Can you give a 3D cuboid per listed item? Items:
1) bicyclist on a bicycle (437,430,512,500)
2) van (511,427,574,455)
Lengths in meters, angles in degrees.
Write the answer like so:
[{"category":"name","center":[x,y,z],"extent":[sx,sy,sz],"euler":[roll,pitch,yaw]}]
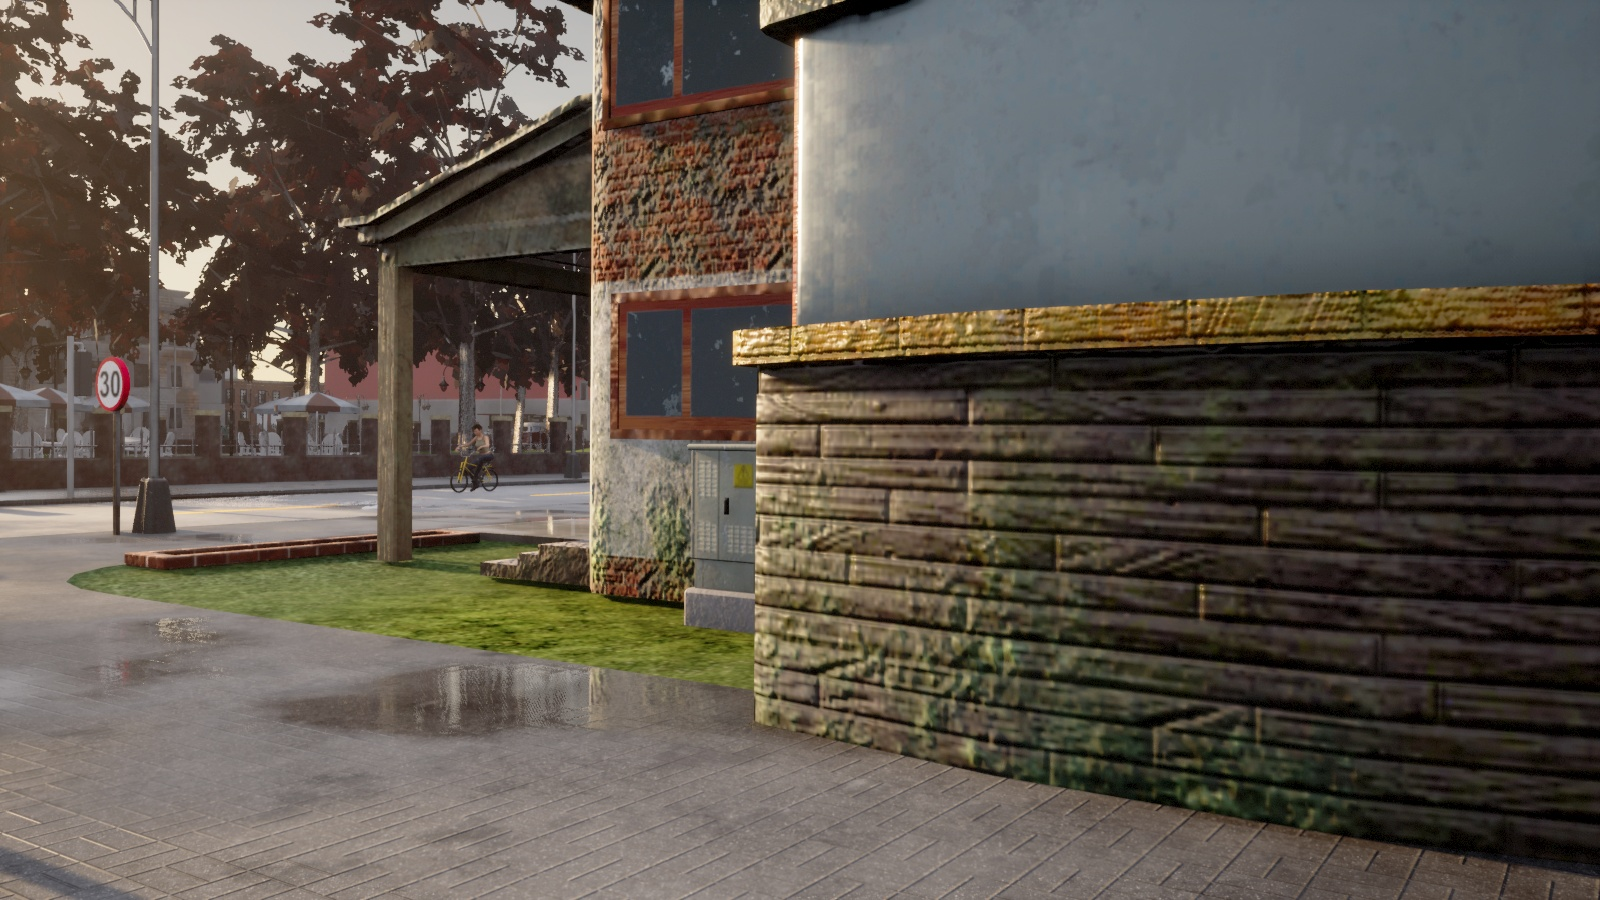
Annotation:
[{"category":"bicyclist on a bicycle","center":[-7.672,0.332,29.653],"extent":[0.866,1.612,1.509],"euler":[0,1,32]},{"category":"van","center":[-19.292,-0.660,94.147],"extent":[2.069,2.038,4.480],"euler":[0,0,33]}]
